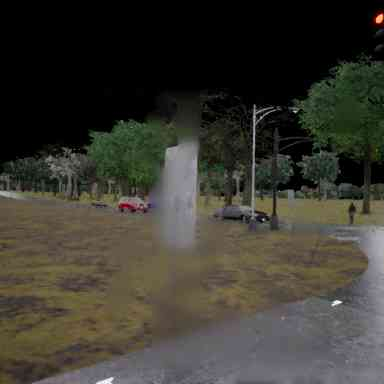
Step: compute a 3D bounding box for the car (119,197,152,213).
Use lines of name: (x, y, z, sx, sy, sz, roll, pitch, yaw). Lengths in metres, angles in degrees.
car: (-7.922, 1.680, 44.431, 2.150, 2.045, 5.566, 3, -2, -34)

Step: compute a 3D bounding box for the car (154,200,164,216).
car: (-1.835, 1.928, 35.903, 1.994, 1.385, 4.181, 3, -2, -37)

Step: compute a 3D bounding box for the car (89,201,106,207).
car: (-18.684, 2.344, 65.668, 1.895, 1.301, 4.718, 3, -2, -35)

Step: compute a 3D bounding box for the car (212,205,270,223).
car: (3.975, 1.793, 27.846, 2.033, 1.411, 5.357, 3, -2, -36)

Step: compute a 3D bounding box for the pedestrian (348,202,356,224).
pedestrian: (13.366, 1.717, 27.817, 0.375, 1.860, 0.375, 2, -1, -36)

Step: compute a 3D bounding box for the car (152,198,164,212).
car: (-5.520, 1.822, 47.393, 2.150, 2.045, 5.566, 3, -2, -36)
